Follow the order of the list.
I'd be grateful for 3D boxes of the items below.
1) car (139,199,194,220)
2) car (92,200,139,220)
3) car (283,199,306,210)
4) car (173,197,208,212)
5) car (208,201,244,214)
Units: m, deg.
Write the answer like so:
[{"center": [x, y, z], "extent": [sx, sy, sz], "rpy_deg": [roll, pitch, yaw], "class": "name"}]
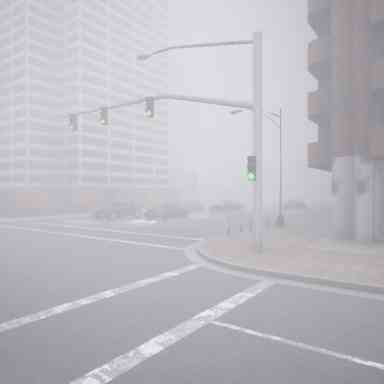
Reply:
[{"center": [-2.082, 1.564, 27.899], "extent": [1.994, 1.385, 4.181], "rpy_deg": [0, 0, 35], "class": "car"}, {"center": [-6.192, 1.505, 28.138], "extent": [1.837, 1.490, 4.892], "rpy_deg": [0, 0, 35], "class": "car"}, {"center": [13.507, 1.564, 43.707], "extent": [1.994, 1.385, 4.181], "rpy_deg": [0, 0, 35], "class": "car"}, {"center": [-0.474, 1.564, 36.265], "extent": [1.994, 1.385, 4.181], "rpy_deg": [0, 0, 35], "class": "car"}, {"center": [3.788, 1.601, 36.235], "extent": [1.895, 1.301, 4.718], "rpy_deg": [0, 0, 35], "class": "car"}]
